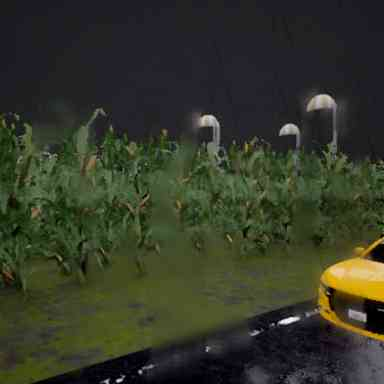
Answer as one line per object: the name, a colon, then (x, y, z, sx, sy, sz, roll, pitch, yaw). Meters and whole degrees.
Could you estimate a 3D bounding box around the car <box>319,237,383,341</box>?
car: (4.388, 1.489, 6.168, 5.008, 1.535, 1.882, 0, 0, -35)
